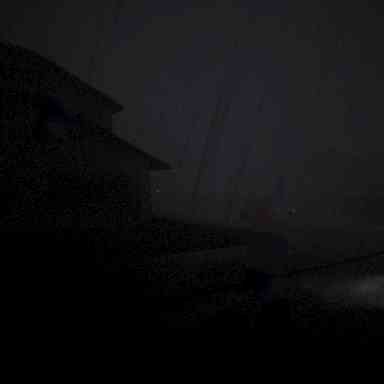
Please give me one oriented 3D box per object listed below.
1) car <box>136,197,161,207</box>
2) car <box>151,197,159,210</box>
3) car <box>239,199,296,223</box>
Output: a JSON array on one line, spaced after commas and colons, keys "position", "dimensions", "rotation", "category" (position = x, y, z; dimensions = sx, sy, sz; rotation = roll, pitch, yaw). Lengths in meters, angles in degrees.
[{"position": [-6.751, 1.526, 50.831], "dimensions": [1.812, 1.442, 4.674], "rotation": [0, 0, -36], "category": "car"}, {"position": [-6.549, 1.601, 43.434], "dimensions": [1.895, 1.301, 4.718], "rotation": [0, 0, -35], "category": "car"}, {"position": [5.806, 1.352, 25.901], "dimensions": [2.097, 1.767, 4.553], "rotation": [0, 0, -35], "category": "car"}]
